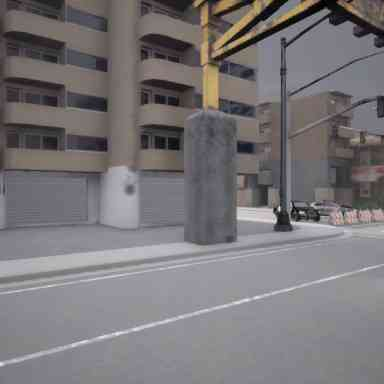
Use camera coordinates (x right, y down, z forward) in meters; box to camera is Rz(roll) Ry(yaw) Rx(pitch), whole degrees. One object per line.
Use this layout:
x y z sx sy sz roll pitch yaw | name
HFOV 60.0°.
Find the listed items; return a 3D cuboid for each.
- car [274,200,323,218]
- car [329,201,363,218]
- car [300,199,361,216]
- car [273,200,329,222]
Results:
8.306 1.294 26.444 1.853 1.218 4.536 0 0 -10 | car
11.899 1.452 28.529 4.974 1.542 2.038 0 0 35 | car
11.856 1.294 28.558 4.536 1.218 1.853 0 0 35 | car
8.316 1.452 26.393 2.038 1.542 4.974 0 0 -10 | car
